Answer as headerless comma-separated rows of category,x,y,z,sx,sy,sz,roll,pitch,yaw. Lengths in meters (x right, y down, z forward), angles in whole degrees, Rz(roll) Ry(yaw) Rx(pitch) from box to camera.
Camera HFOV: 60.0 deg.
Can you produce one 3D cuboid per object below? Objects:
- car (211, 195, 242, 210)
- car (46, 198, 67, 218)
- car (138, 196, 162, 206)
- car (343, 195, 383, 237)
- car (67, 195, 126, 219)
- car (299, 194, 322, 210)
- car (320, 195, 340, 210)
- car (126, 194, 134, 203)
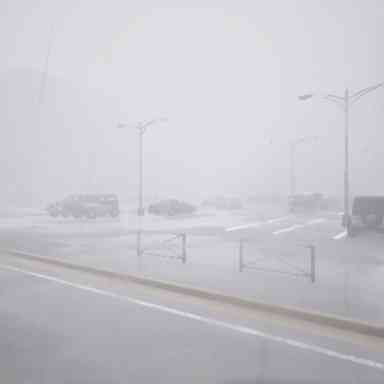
car,4.408,1.393,39.810,1.970,1.475,3.806,0,0,34
car,-9.978,1.151,28.513,1.932,1.855,4.605,0,0,34
car,-8.969,1.520,67.827,2.128,1.511,4.902,0,0,34
car,8.674,1.153,15.897,1.905,1.878,3.866,0,0,34
car,-7.610,1.154,26.848,1.905,1.878,3.866,0,0,34
car,17.640,1.393,49.097,1.970,1.475,3.806,0,0,34
car,20.039,1.362,47.476,1.784,1.438,3.905,0,0,34
car,-13.797,1.349,66.930,2.097,1.767,4.553,0,0,34
